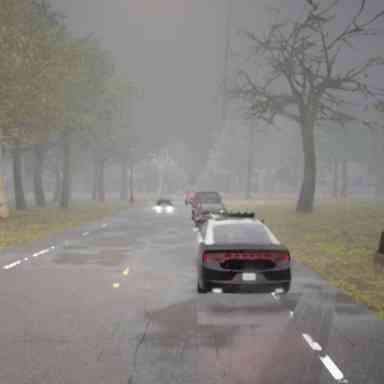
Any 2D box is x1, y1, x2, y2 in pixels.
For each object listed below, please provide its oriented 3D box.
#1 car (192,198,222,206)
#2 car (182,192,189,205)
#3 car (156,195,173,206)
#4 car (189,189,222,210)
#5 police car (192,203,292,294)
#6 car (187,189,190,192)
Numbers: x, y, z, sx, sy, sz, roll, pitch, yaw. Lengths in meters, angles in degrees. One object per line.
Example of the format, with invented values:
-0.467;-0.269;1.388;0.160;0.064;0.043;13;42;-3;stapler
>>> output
1.050;1.284;18.572;1.837;1.490;4.892;0;1;0;car
0.014;1.037;45.687;1.994;1.385;4.181;0;1;0;car
-3.598;1.097;43.519;1.895;1.301;4.718;0;1;0;car
1.050;0.933;24.598;2.150;2.045;5.566;0;1;0;car
1.050;1.321;8.679;1.930;1.638;5.238;0;1;0;police car
0.000;0.542;60.128;2.150;2.045;5.566;0;1;0;car
